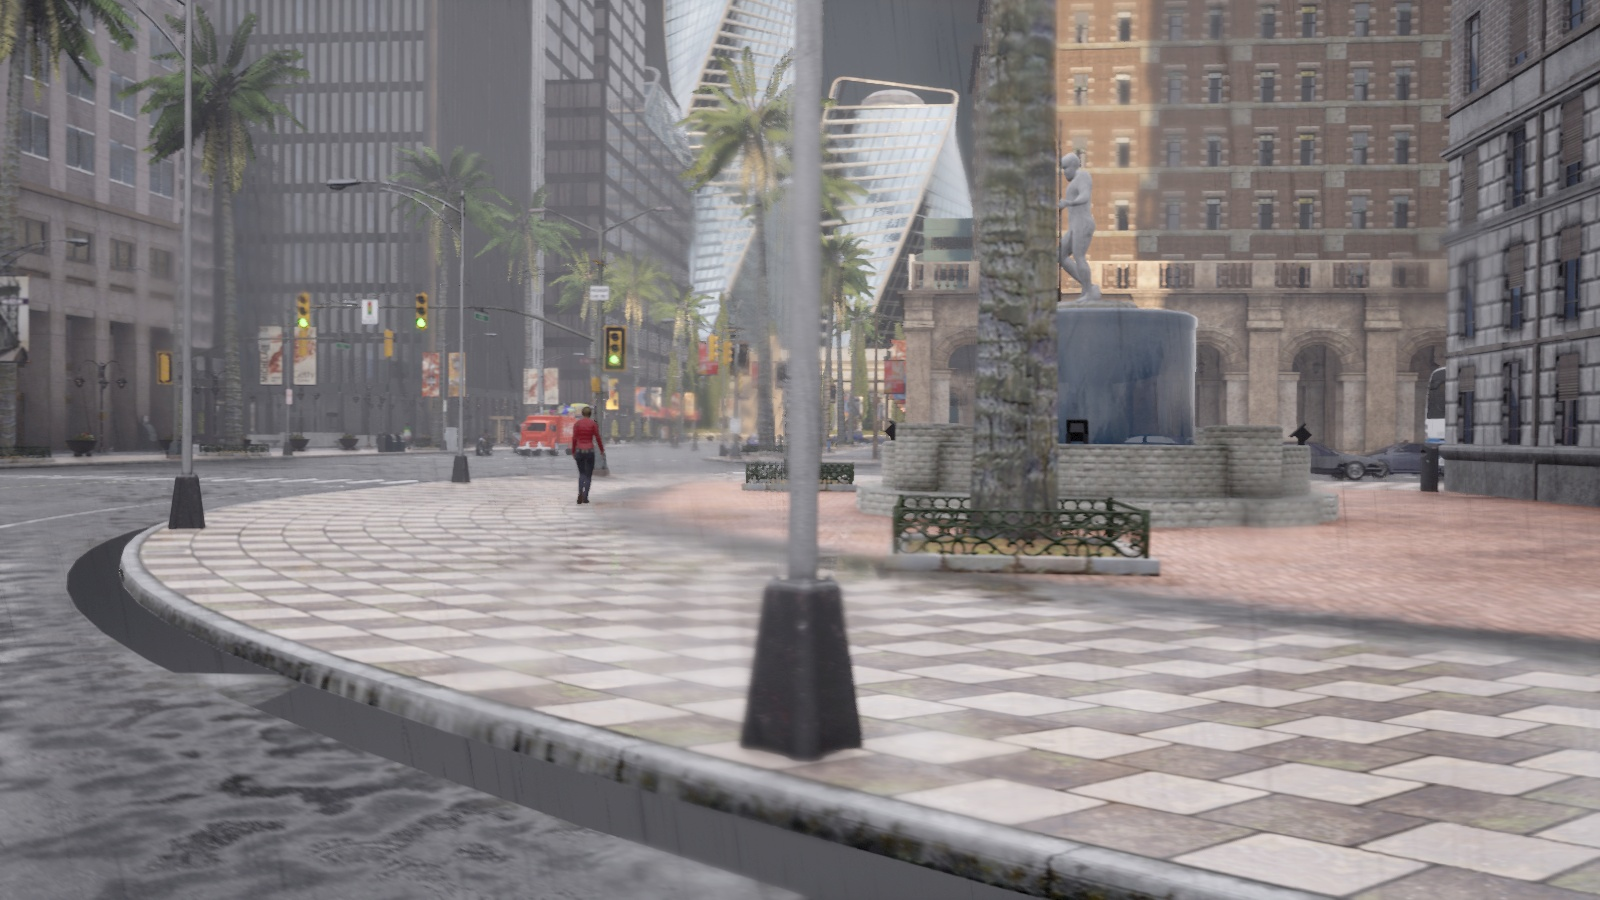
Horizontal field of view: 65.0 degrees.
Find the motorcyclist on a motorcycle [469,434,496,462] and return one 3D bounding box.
[{"bbox_3d":[-19.305,-0.126,76.378,0.766,1.649,2.350,0,1,7],"label":"motorcyclist on a motorcycle"}]

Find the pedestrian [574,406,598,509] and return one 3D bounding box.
[{"bbox_3d":[-3.904,0.130,22.919,0.331,1.846,0.636,-1,1,-2],"label":"pedestrian"}]

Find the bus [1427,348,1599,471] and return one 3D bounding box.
[{"bbox_3d":[28.929,-1.468,45.632,10.273,4.253,3.944,0,1,6],"label":"bus"}]

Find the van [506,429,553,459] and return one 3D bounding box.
[{"bbox_3d":[-18.337,-0.446,85.320,1.775,1.987,4.442,0,1,6],"label":"van"}]

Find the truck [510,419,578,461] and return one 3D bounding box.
[{"bbox_3d":[-15.694,-0.606,77.363,2.627,2.467,5.204,0,1,6],"label":"truck"}]

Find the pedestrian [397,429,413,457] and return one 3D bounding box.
[{"bbox_3d":[-27.204,-0.482,86.471,0.659,1.952,0.873,0,1,12],"label":"pedestrian"}]

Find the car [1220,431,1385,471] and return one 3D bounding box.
[{"bbox_3d":[18.617,0.029,46.720,5.357,1.411,2.033,0,1,5],"label":"car"}]

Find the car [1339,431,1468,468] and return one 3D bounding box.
[{"bbox_3d":[23.822,-0.037,49.714,4.181,1.385,1.994,0,1,6],"label":"car"}]
